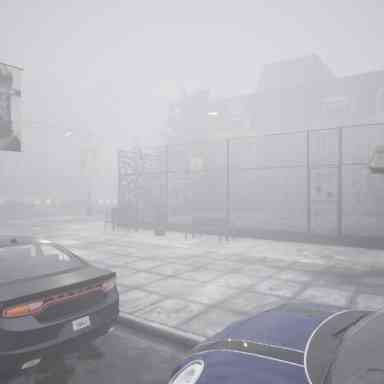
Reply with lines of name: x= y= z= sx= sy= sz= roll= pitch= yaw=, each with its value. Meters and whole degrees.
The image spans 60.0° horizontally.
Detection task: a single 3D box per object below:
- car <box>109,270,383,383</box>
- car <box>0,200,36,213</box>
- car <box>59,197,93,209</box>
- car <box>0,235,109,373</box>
car: x=1.917 y=1.354 z=1.937 sx=4.553 sy=1.767 sz=2.185 roll=0 pitch=0 yaw=35
car: x=-19.638 y=1.547 z=35.643 sx=2.033 sy=1.411 sz=5.357 roll=0 pitch=0 yaw=35
car: x=-16.183 y=1.504 z=46.646 sx=1.837 sy=1.490 sz=4.892 roll=0 pitch=0 yaw=35
car: x=-3.394 y=1.480 z=5.556 sx=5.008 sy=1.535 sz=2.097 roll=0 pitch=0 yaw=35
